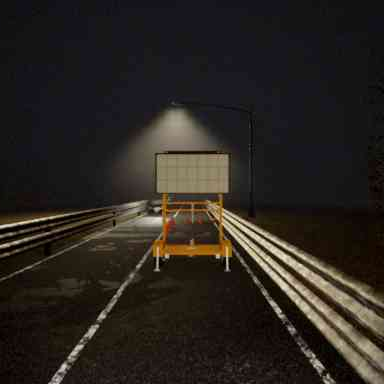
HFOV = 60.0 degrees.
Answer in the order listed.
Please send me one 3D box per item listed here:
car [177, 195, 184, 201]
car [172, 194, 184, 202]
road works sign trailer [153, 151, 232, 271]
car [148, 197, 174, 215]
[{"bbox_3d":[-3.165,1.517,90.883,1.882,1.535,5.008,0,0,0],"label":"car"},{"bbox_3d":[-3.181,1.242,74.597,2.150,2.045,5.566,0,0,0],"label":"car"},{"bbox_3d":[0.020,0.468,10.869,2.380,3.560,2.880,0,0,0],"label":"road works sign trailer"},{"bbox_3d":[-3.318,1.504,33.606,2.128,1.511,4.902,0,0,0],"label":"car"}]
